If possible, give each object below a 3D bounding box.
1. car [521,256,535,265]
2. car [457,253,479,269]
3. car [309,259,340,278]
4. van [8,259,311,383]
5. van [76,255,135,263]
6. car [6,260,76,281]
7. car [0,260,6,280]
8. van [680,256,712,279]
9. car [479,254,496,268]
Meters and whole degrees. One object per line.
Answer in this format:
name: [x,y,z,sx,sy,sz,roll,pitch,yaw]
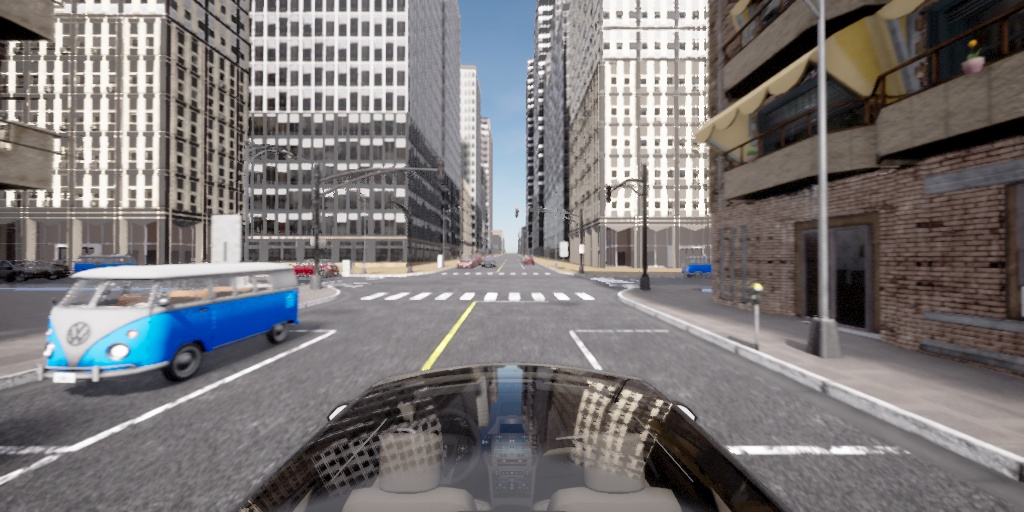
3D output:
car: [2.688,0.771,56.044,1.802,1.307,4.207,0,0,0]
car: [-5.691,0.744,44.832,1.967,1.591,4.097,0,0,0]
car: [-16.493,0.962,29.396,4.097,1.591,1.967,0,0,0]
van: [-5.826,1.039,6.768,1.690,1.789,3.998,0,0,0]
van: [-33.439,0.838,29.433,3.998,1.789,1.690,0,0,0]
car: [-32.855,0.994,23.653,5.357,1.411,2.033,0,-1,0]
car: [-33.458,0.973,21.053,4.403,1.370,2.007,0,0,0]
van: [15.981,0.917,29.325,3.998,1.789,1.690,0,0,0]
car: [-3.002,0.831,46.847,2.033,1.411,5.357,0,1,0]
